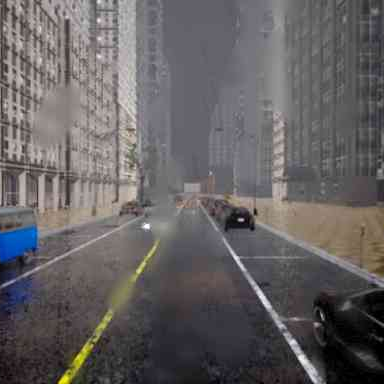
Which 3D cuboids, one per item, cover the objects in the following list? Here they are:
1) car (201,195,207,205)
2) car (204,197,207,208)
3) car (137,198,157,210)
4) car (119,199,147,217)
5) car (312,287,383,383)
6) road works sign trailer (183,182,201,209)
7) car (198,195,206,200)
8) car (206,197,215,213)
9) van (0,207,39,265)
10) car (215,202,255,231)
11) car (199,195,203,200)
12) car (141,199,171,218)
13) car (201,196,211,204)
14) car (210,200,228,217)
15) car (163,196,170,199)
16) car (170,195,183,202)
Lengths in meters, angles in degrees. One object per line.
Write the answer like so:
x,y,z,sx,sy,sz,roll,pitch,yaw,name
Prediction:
2.664,1.537,48.436,1.947,1.339,4.313,-1,0,0,car
2.668,1.544,37.150,1.947,1.339,4.313,-1,0,0,car
-5.715,1.540,42.788,1.947,1.339,4.313,-1,0,0,car
-5.710,1.563,31.506,1.802,1.307,4.206,-1,0,0,car
2.681,1.565,3.294,1.947,1.339,4.313,-1,0,0,car
-0.016,0.438,44.699,2.380,3.560,2.880,0,0,0,road works sign trailer
2.650,1.482,87.936,1.887,1.381,4.507,-1,0,0,car
2.669,1.422,31.508,1.967,1.590,4.097,-1,0,0,car
-5.705,1.336,8.940,1.690,1.788,3.998,-1,0,0,van
2.675,1.555,20.222,1.947,1.339,4.313,-1,0,0,car
2.660,1.507,59.721,1.887,1.381,4.507,-1,0,0,car
-3.108,1.583,29.930,1.895,1.301,4.718,0,0,0,car
2.658,1.483,65.534,1.752,1.417,4.829,-1,0,0,car
2.672,1.568,25.865,1.802,1.307,4.206,-1,0,0,car
-5.726,1.498,76.636,2.008,1.369,4.403,-1,0,0,car
-3.028,1.410,71.400,1.882,1.535,5.008,0,0,0,car
